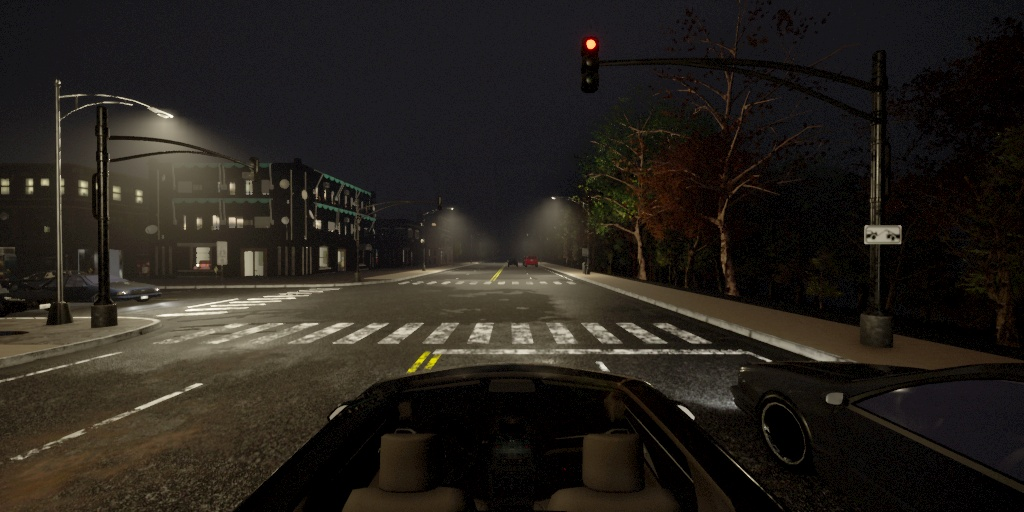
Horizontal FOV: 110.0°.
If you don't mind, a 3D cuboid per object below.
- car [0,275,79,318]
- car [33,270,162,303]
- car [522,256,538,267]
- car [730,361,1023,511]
[{"bbox_3d":[-19.935,1.565,13.654,4.313,1.339,1.948,0,0,0],"label":"car"},{"bbox_3d":[-19.287,1.511,16.380,5.357,1.411,2.033,-1,1,3],"label":"car"},{"bbox_3d":[3.416,0.948,63.877,2.150,2.045,5.566,0,0,0],"label":"car"},{"bbox_3d":[3.327,1.297,1.672,2.033,1.411,5.357,0,0,3],"label":"car"}]
